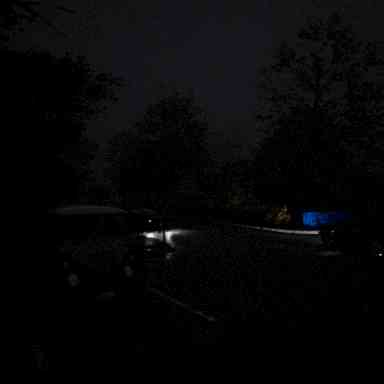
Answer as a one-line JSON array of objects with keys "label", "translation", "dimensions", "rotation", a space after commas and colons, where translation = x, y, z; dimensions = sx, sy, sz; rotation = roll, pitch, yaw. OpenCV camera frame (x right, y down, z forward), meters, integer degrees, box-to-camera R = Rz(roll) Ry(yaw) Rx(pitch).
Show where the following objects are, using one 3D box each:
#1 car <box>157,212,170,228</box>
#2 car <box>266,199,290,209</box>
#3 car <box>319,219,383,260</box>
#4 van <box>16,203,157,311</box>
[{"label": "car", "translation": [-3.481, 1.921, 24.976], "dimensions": [1.812, 1.442, 4.674], "rotation": [-2, 2, -35]}, {"label": "car", "translation": [12.754, 1.669, 47.449], "dimensions": [1.882, 1.535, 5.008], "rotation": [-2, 2, -35]}, {"label": "car", "translation": [7.069, 1.724, 13.099], "dimensions": [1.895, 1.301, 4.718], "rotation": [1, -1, -11]}, {"label": "van", "translation": [-2.781, 1.264, 7.689], "dimensions": [1.878, 1.987, 4.442], "rotation": [0, 0, -36]}]
